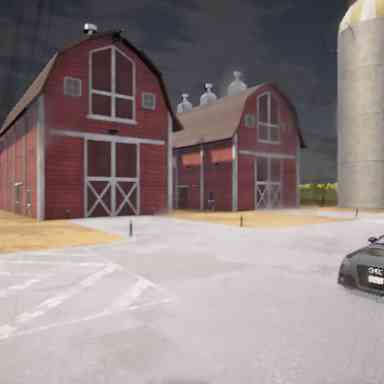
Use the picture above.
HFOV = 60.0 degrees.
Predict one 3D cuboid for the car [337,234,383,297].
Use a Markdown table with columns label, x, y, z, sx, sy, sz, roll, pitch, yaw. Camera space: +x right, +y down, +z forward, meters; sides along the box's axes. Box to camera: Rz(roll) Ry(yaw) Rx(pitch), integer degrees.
| label | x | y | z | sx | sy | sz | roll | pitch | yaw |
| --- | --- | --- | --- | --- | --- | --- | --- | --- | --- |
| car | 5.264 | 1.562 | 7.733 | 4.181 | 1.385 | 1.994 | 0 | 0 | -35 |
